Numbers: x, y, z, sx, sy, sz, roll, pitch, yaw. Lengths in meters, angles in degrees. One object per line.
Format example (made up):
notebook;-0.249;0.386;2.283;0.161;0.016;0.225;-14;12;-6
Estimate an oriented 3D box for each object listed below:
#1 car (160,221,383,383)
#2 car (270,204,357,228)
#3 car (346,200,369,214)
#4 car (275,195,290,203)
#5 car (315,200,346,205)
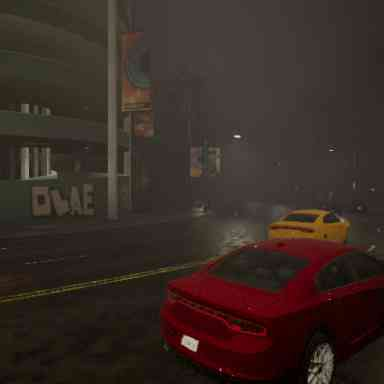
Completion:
car;1.865;1.475;5.177;5.008;1.535;1.882;0;0;-40
car;4.881;1.470;13.400;1.882;1.535;5.008;0;0;39
car;16.688;1.545;34.731;1.994;1.385;4.181;0;0;5
car;18.161;1.437;67.071;2.231;1.521;4.892;0;0;-4
car;12.890;1.507;31.785;1.812;1.442;4.674;0;0;11
